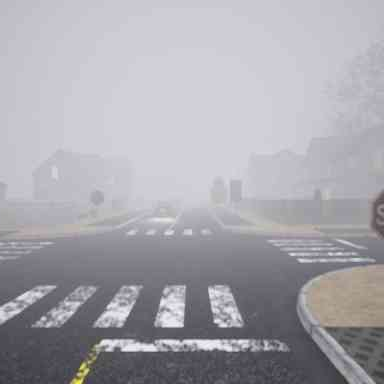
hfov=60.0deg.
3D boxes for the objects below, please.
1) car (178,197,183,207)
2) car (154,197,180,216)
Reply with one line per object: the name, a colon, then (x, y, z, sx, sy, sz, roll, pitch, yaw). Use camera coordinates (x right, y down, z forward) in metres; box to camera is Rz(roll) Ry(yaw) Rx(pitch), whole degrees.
car: (-2.596, 1.569, 55.524, 1.882, 1.535, 5.008, 0, 0, 0)
car: (-2.659, 1.548, 32.863, 2.128, 1.511, 4.902, 0, 0, 0)
